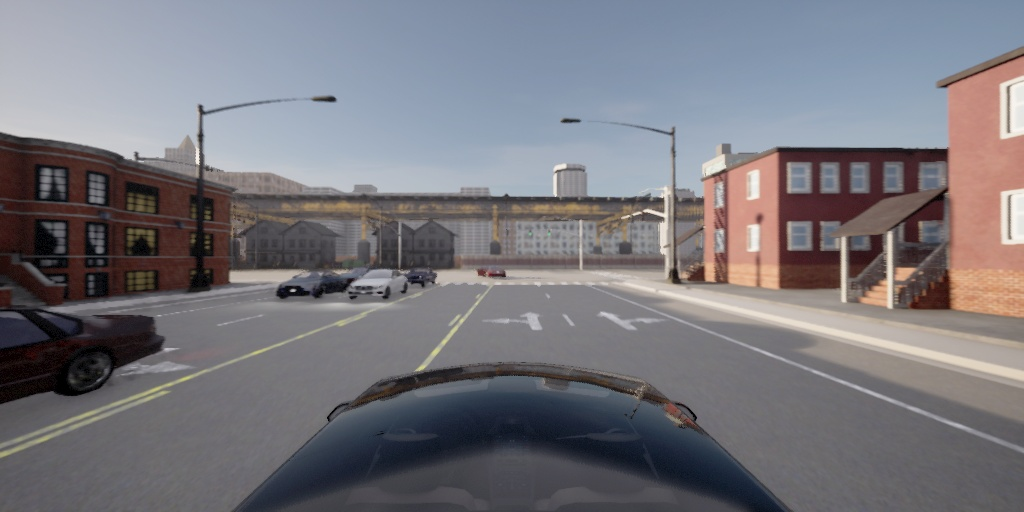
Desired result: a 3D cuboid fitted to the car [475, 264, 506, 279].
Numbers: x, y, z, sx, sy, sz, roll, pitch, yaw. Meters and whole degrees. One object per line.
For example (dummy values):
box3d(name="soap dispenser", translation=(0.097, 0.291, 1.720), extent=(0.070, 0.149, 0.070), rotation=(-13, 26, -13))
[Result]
box3d(name="car", translation=(-2.261, 1.524, 36.478), extent=(1.994, 1.385, 4.181), rotation=(0, 0, -27))

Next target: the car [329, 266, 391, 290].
box3d(name="car", translation=(-10.345, 1.452, 24.992), extent=(2.033, 1.411, 5.357), rotation=(0, 0, 1))

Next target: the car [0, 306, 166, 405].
box3d(name="car", translation=(-7.120, 1.322, 3.963), extent=(2.033, 1.411, 5.357), rotation=(0, 0, 0))

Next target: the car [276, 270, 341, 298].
box3d(name="car", translation=(-10.386, 1.462, 18.999), extent=(1.994, 1.385, 4.181), rotation=(0, 0, 1))

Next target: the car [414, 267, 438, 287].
box3d(name="car", translation=(-6.822, 1.506, 26.137), extent=(1.895, 1.301, 4.718), rotation=(0, 0, 1))

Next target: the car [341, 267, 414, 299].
box3d(name="car", translation=(-6.886, 1.417, 18.968), extent=(1.812, 1.442, 4.674), rotation=(0, 0, 1))
